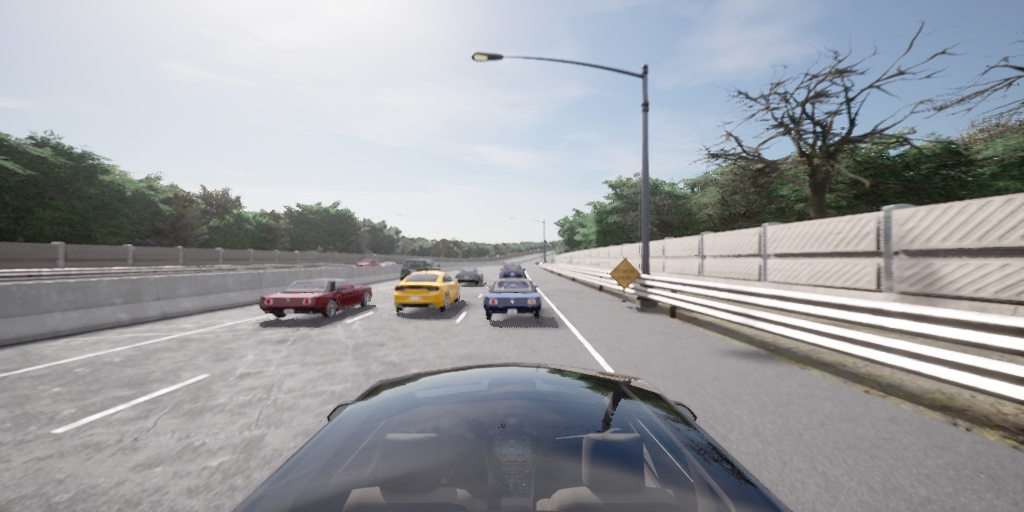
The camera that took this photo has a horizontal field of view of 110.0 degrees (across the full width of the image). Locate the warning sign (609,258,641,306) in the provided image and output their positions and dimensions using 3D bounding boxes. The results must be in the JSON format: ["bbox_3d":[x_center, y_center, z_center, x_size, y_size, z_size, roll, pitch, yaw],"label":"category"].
[{"bbox_3d":[4.551,1.012,14.632,1.300,1.860,1.060,0,0,0],"label":"warning sign"}]

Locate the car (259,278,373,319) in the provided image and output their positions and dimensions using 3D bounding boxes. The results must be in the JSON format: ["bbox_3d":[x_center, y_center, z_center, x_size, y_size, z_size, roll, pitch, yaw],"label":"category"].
[{"bbox_3d":[-6.962,1.483,13.466,1.895,1.301,4.718,0,-1,1],"label":"car"}]

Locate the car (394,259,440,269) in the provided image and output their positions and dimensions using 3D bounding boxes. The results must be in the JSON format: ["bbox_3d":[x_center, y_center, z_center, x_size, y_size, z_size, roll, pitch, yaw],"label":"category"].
[{"bbox_3d":[-6.955,1.252,27.922,2.150,2.045,5.566,0,0,1],"label":"car"}]

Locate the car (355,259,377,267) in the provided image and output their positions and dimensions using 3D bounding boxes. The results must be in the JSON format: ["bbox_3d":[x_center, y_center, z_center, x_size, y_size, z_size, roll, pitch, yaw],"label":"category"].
[{"bbox_3d":[-23.998,1.549,59.647,2.150,2.045,5.566,0,-1,2],"label":"car"}]

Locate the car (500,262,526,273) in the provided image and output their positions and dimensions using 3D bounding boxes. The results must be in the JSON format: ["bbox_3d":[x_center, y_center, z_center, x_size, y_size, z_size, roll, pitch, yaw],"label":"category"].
[{"bbox_3d":[0.063,1.391,28.943,2.097,1.767,4.553,0,-1,1],"label":"car"}]

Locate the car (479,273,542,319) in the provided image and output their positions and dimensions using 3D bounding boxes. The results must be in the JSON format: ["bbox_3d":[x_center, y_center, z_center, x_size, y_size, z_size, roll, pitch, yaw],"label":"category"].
[{"bbox_3d":[0.038,1.483,13.473,1.895,1.301,4.718,0,-1,1],"label":"car"}]

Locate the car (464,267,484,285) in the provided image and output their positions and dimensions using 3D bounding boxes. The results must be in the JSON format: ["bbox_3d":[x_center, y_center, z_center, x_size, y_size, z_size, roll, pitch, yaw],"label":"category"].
[{"bbox_3d":[-3.434,1.607,29.230,1.994,1.385,4.181,0,0,1],"label":"car"}]

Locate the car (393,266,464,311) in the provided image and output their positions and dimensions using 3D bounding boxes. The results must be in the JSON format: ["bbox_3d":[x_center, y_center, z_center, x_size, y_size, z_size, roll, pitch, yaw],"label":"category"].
[{"bbox_3d":[-3.446,1.380,15.273,1.882,1.535,5.008,0,0,1],"label":"car"}]

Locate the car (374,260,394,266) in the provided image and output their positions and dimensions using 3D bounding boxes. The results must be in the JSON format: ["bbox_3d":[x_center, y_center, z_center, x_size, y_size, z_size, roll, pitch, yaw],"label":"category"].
[{"bbox_3d":[-20.509,1.824,59.583,2.128,1.511,4.902,0,-1,2],"label":"car"}]
